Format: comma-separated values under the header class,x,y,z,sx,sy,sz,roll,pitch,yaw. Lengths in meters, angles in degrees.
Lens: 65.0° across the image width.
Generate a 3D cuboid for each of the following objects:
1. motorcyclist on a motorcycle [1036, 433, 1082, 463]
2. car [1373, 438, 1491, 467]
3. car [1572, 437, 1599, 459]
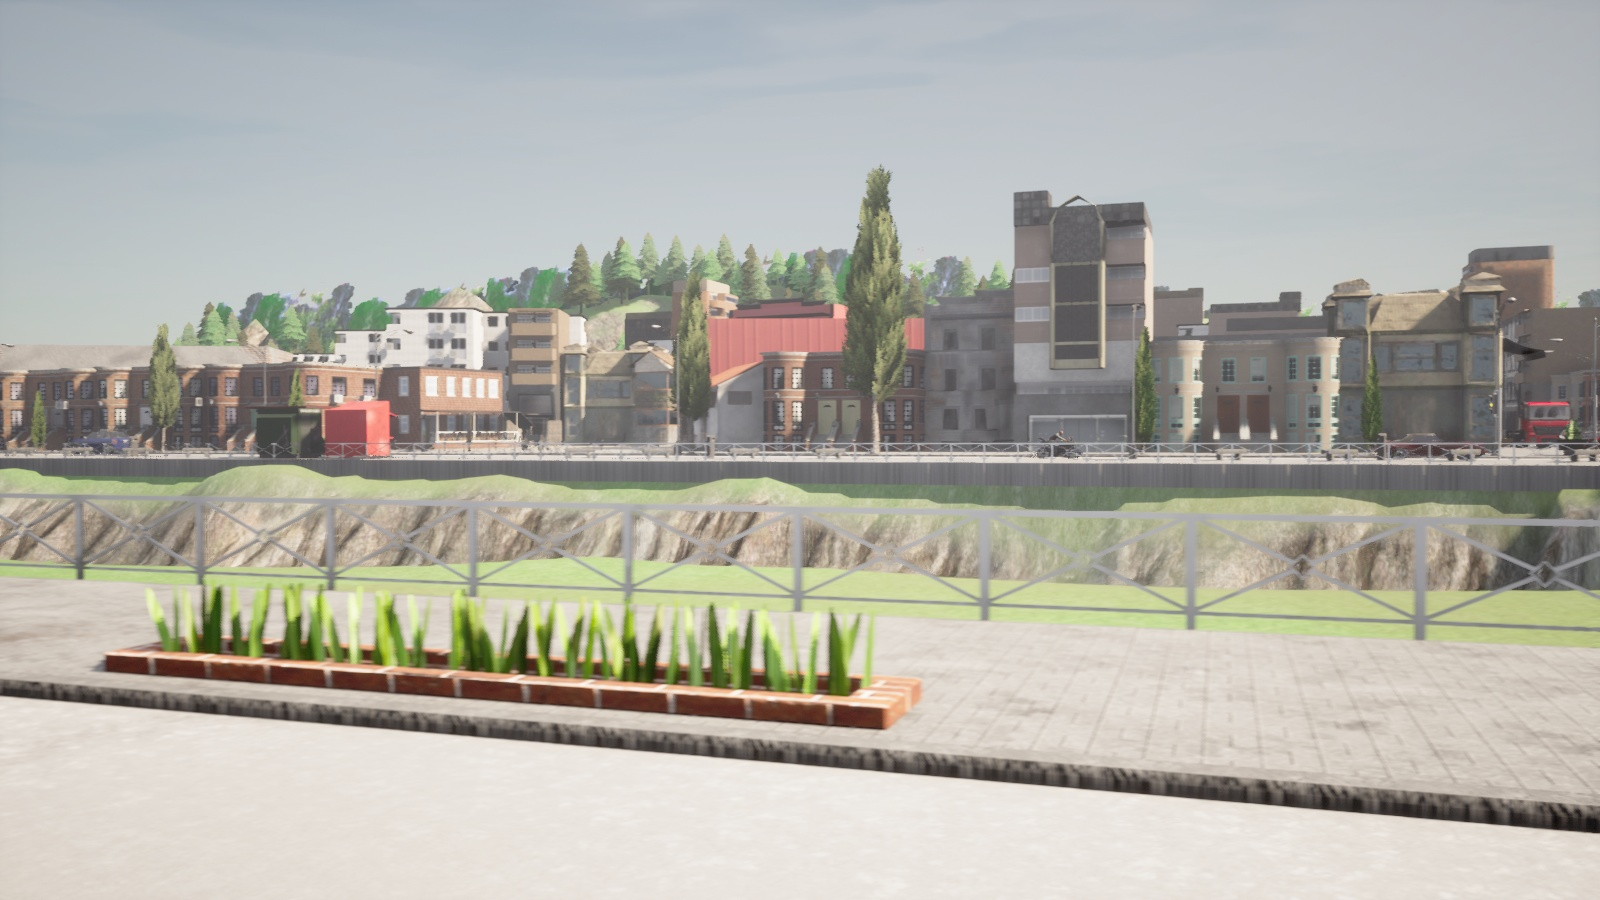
class,x,y,z,sx,sy,sz,roll,pitch,yaw
motorcyclist on a motorcycle,13.289,-0.119,64.363,2.191,1.530,0.866,1,1,19
car,29.555,0.095,58.897,4.718,1.301,1.895,1,1,19
car,49.084,-0.124,77.144,1.895,1.301,4.718,1,1,19
